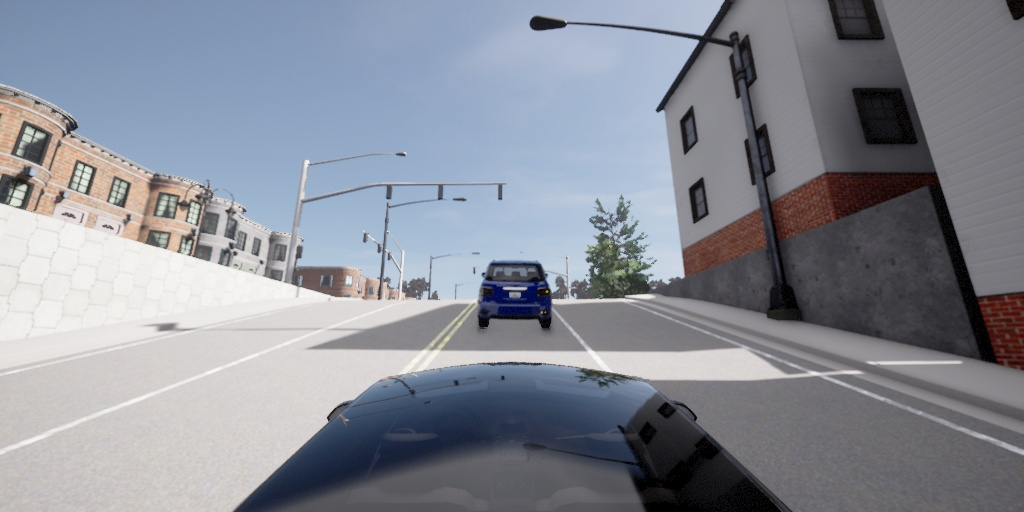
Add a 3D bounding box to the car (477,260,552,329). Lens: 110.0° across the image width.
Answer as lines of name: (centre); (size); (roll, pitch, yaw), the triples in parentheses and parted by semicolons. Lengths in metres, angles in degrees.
car: (0.091, 1.161, 12.271); (2.150, 2.045, 5.566); (1, -1, 0)
